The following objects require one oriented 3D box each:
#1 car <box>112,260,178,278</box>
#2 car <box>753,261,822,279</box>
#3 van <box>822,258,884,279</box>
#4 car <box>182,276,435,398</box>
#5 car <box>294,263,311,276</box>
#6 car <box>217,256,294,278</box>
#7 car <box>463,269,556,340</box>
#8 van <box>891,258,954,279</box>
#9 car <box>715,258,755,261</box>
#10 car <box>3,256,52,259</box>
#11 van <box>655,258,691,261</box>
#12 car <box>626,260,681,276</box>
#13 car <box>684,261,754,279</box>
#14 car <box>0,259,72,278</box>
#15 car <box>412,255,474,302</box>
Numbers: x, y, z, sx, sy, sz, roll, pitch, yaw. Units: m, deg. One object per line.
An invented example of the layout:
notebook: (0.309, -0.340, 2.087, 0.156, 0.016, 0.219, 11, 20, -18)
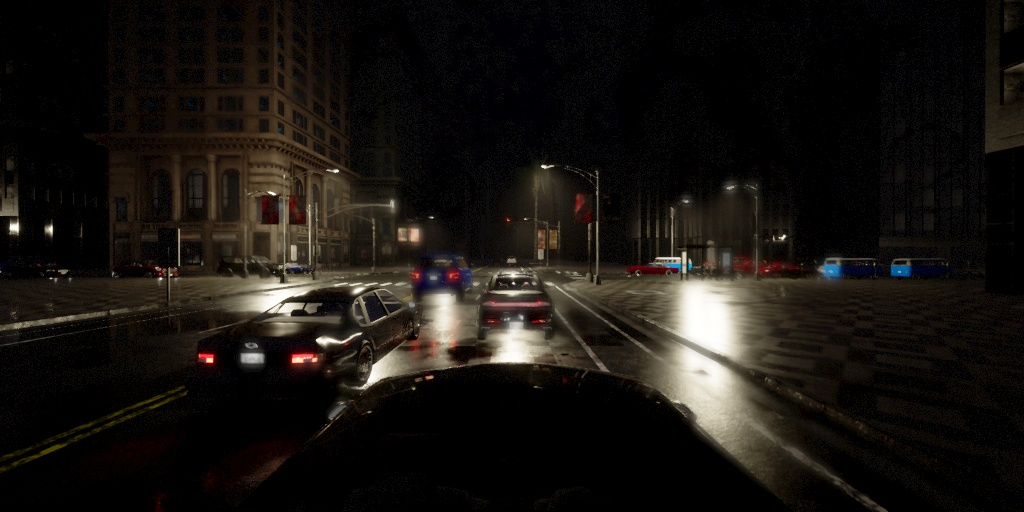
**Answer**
car: (-33.180, 1.137, 32.533, 4.553, 1.767, 2.097, 0, 0, 0)
car: (22.732, 1.326, 29.814, 4.207, 1.307, 1.802, 0, 0, 0)
van: (28.410, 1.081, 29.819, 3.998, 1.789, 1.690, 0, 0, 0)
car: (-3.150, 1.297, 6.879, 2.033, 1.411, 5.357, 0, 0, 0)
car: (-22.670, 1.366, 35.465, 4.718, 1.301, 1.895, 0, 0, 2)
car: (-23.461, 0.996, 32.484, 5.566, 2.045, 2.150, 0, 0, 0)
car: (0.087, 1.240, 9.949, 2.128, 1.511, 4.902, 0, 0, 0)
van: (34.087, 1.079, 29.825, 3.998, 1.789, 1.690, 0, 0, 0)
car: (23.317, 1.205, 35.674, 5.008, 1.535, 1.882, 0, 0, 0)
car: (-49.075, 1.019, 35.791, 5.566, 2.045, 2.150, 0, 0, 1)
van: (17.045, 1.064, 38.334, 3.998, 1.789, 1.690, 0, 0, 0)
car: (13.875, 1.334, 35.667, 4.718, 1.301, 1.895, 0, 0, 2)
car: (17.054, 1.298, 29.809, 4.403, 1.370, 2.007, 0, 0, 0)
car: (-43.163, 1.288, 32.581, 4.902, 1.511, 2.128, 0, 0, 0)
car: (-3.160, 0.972, 17.120, 2.150, 2.045, 5.566, 0, 0, 0)
